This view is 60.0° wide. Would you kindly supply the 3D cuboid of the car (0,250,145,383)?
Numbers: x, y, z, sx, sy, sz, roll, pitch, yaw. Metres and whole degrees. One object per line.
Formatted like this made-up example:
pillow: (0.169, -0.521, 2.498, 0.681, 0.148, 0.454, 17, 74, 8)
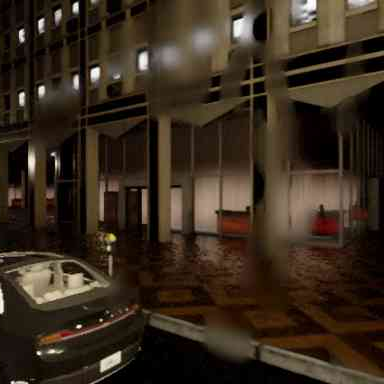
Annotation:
car: (-2.626, 1.527, 4.755, 4.403, 1.369, 2.008, 0, 0, 36)
